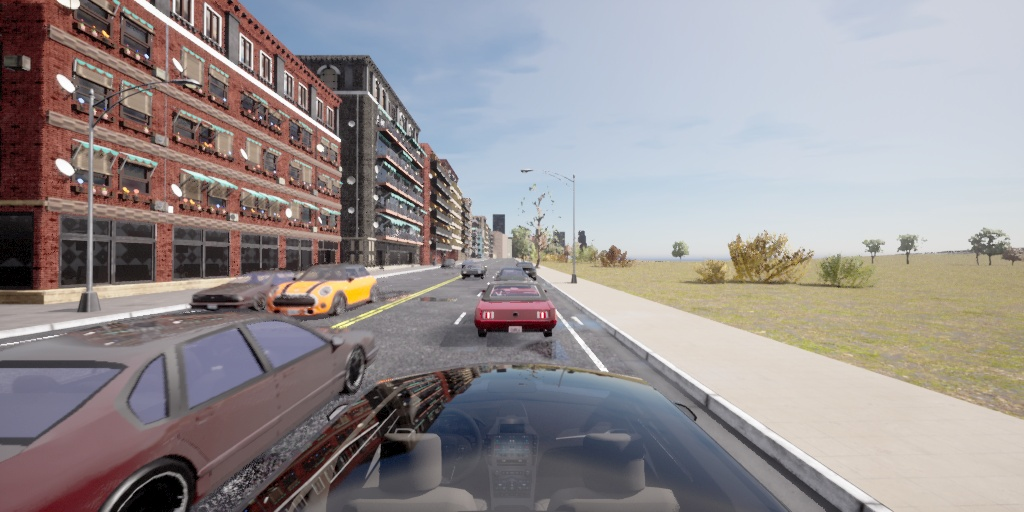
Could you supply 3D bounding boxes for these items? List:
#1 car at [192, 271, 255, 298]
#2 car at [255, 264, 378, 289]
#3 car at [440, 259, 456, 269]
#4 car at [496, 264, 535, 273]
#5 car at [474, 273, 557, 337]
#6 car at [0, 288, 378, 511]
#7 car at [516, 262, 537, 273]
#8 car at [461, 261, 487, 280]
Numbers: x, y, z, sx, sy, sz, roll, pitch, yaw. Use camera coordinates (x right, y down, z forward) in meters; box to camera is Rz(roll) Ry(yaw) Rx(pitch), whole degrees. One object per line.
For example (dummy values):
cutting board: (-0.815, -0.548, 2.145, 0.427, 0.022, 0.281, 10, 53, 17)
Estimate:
car: (-9.895, 1.299, 14.491, 2.033, 1.411, 5.357, 0, 0, 0)
car: (-6.638, 1.104, 13.100, 2.097, 1.767, 4.553, 0, 0, 0)
car: (-10.017, 1.256, 56.606, 1.837, 1.490, 4.892, 0, 0, 0)
car: (0.031, 1.316, 20.259, 1.994, 1.385, 4.181, 0, 0, 0)
car: (0.073, 1.352, 10.229, 1.895, 1.301, 4.718, 0, 0, 0)
car: (-3.159, 1.297, 3.563, 2.033, 1.411, 5.357, 0, 0, 0)
car: (1.044, 1.258, 30.254, 1.837, 1.490, 4.892, 0, 0, 0)
car: (-3.248, 1.354, 31.508, 1.895, 1.301, 4.718, 0, 0, 0)
